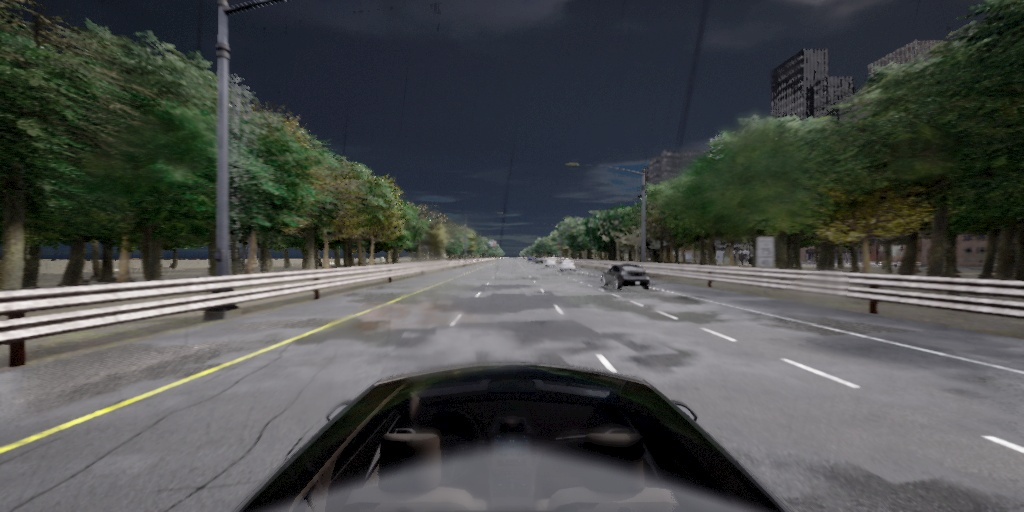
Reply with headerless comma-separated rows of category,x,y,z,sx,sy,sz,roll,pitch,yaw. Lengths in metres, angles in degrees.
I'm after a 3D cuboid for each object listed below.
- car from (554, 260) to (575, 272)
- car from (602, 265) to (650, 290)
car,7.018,1.295,46.411,1.812,1.442,4.674,0,0,0
car,7.009,1.267,22.414,1.837,1.490,4.892,0,0,0
